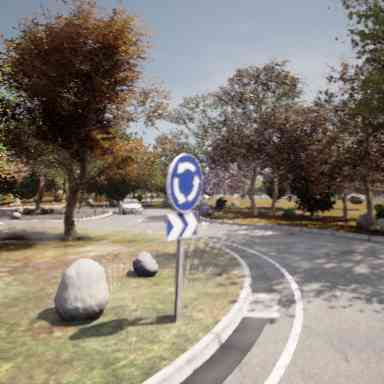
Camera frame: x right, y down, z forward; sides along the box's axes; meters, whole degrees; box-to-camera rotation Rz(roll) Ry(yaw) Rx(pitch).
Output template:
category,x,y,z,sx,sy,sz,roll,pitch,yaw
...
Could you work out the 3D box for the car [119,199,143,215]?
category,x,y,z,sx,sy,sz,roll,pitch,yaw
car,-6.104,1.442,33.030,1.812,1.442,4.674,-1,1,-19
